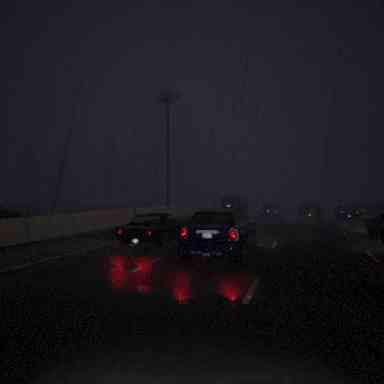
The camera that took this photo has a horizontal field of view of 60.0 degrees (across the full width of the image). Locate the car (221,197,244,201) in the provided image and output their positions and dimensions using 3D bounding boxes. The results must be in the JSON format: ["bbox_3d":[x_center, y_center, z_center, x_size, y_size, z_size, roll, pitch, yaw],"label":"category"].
[{"bbox_3d":[4.172,1.500,32.835,2.150,2.045,5.566,0,-2,18],"label":"car"}]

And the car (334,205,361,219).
[{"bbox_3d":[15.164,1.942,32.685,1.895,1.301,4.718,0,-1,18],"label":"car"}]

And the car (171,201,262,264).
[{"bbox_3d":[1.136,1.385,12.251,2.097,1.767,4.553,0,0,18],"label":"car"}]

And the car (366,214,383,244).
[{"bbox_3d":[9.689,1.684,15.899,1.895,1.301,4.718,0,-1,18],"label":"car"}]

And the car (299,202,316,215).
[{"bbox_3d":[14.253,1.999,41.167,1.812,1.442,4.674,0,-1,19],"label":"car"}]

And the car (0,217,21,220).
[{"bbox_3d":[-11.828,1.533,18.302,2.128,1.511,4.902,0,0,18],"label":"car"}]

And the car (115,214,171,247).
[{"bbox_3d":[-1.547,1.647,15.310,1.895,1.301,4.718,0,0,18],"label":"car"}]

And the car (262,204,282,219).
[{"bbox_3d":[7.657,1.840,32.243,2.033,1.411,5.357,0,-1,18],"label":"car"}]

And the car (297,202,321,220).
[{"bbox_3d":[11.056,1.801,31.378,1.837,1.490,4.892,0,-1,18],"label":"car"}]
